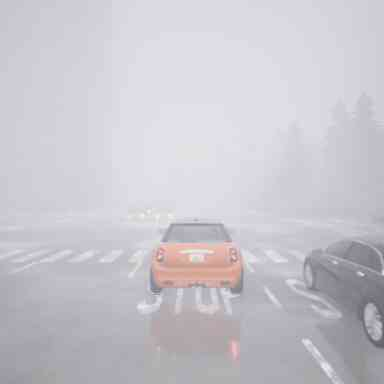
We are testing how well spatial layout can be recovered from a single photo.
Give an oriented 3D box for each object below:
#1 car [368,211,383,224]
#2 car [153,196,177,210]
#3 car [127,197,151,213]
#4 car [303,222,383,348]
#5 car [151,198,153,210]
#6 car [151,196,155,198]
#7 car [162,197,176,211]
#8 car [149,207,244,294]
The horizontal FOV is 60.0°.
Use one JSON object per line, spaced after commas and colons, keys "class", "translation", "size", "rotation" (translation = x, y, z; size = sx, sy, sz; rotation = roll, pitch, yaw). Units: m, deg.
{"class": "car", "translation": [16.562, 1.848, 26.415], "size": [4.674, 1.442, 1.812], "rotation": [0, -1, 0]}
{"class": "car", "translation": [-3.423, 1.781, 42.539], "size": [2.097, 1.767, 4.553], "rotation": [0, -1, 0]}
{"class": "car", "translation": [-6.924, 1.783, 42.684], "size": [2.097, 1.767, 4.553], "rotation": [0, -1, 0]}
{"class": "car", "translation": [3.626, 1.570, 6.360], "size": [1.837, 1.490, 4.892], "rotation": [0, -1, 1]}
{"class": "car", "translation": [-7.069, 2.082, 51.412], "size": [1.994, 1.385, 4.181], "rotation": [0, -1, -2]}
{"class": "car", "translation": [-7.209, 1.903, 67.669], "size": [2.150, 2.045, 5.566], "rotation": [0, -1, -28]}
{"class": "car", "translation": [-3.572, 1.747, 52.150], "size": [2.150, 2.045, 5.566], "rotation": [0, 0, -3]}
{"class": "car", "translation": [0.119, 1.445, 9.215], "size": [2.097, 1.767, 4.553], "rotation": [0, -1, 0]}
